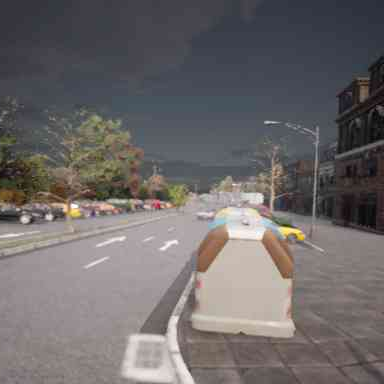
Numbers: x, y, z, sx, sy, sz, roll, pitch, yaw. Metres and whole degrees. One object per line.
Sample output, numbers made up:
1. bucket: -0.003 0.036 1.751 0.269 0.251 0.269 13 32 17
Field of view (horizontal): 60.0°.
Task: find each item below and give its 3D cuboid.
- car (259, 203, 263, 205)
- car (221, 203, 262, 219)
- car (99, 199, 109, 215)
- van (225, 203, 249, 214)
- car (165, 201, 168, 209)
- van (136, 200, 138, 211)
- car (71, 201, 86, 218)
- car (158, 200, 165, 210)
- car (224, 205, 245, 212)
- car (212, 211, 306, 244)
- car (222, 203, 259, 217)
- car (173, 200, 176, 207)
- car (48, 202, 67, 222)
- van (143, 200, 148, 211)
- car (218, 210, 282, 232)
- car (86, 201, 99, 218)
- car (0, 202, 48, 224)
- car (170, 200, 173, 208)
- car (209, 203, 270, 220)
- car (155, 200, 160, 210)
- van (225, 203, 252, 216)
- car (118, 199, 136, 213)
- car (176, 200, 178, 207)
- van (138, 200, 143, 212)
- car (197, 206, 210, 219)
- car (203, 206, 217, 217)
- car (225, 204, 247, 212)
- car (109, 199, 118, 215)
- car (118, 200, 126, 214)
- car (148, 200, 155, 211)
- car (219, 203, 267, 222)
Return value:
1. car: 6.035 2.533 38.029 5.566 2.045 2.435 4 -1 -14
2. car: 7.405 2.885 50.001 5.566 2.045 2.435 4 -2 -14
3. car: -12.248 1.817 38.083 4.553 1.767 2.185 2 -2 -14
4. van: 9.228 3.422 67.890 4.442 1.987 1.878 4 -1 -14
5. car: -8.498 2.900 70.663 5.366 1.575 1.946 2 -2 -14
6. van: -10.801 2.069 49.950 4.442 1.987 1.878 2 -2 -14
7. car: -13.145 1.736 31.296 5.366 1.575 1.946 2 -1 -14
8. car: -9.007 2.557 67.656 5.566 2.045 2.435 2 -1 -14
9. car: 11.034 4.163 85.941 5.008 1.535 2.097 4 -2 -16
10. car: 4.186 2.242 20.109 5.366 1.575 1.946 4 -2 -13
11. car: 8.062 3.059 55.971 5.566 2.045 2.435 4 -2 -14
12. car: -7.325 3.347 85.358 4.792 1.488 2.163 2 -1 -15
13. car: -13.334 1.648 27.973 4.892 1.521 2.231 2 -1 -14
14. van: -10.157 2.242 55.868 4.442 1.987 1.878 2 -2 -14
15. car: 5.035 2.523 29.066 5.008 1.535 2.097 4 -1 -13
16. car: -12.569 1.875 34.726 4.792 1.488 2.163 2 -2 -14
17. car: -13.720 1.548 24.602 4.892 1.521 2.231 2 -2 -14
18. car: -7.795 3.152 79.469 5.008 1.535 2.097 2 -1 -14
19. car: 4.387 2.086 23.085 5.566 2.045 2.435 4 -2 -13
20. car: -9.283 2.754 64.713 4.792 1.488 2.163 2 -2 -14
21. van: 8.580 3.249 61.902 4.442 1.987 1.878 4 -1 -14
22. car: -11.265 1.951 46.954 5.566 2.045 2.435 2 -1 -14
23. car: -7.034 3.432 88.338 4.792 1.488 2.163 2 -2 -15
24. van: -10.479 2.155 52.909 4.442 1.987 1.878 2 -2 -14
25. car: 1.798 2.807 42.420 1.895 1.301 4.718 3 -1 7
26. car: 2.850 2.973 52.386 1.882 1.535 5.008 3 -1 6
27. car: 10.507 3.870 79.922 4.553 1.767 2.185 4 -2 -15
28. car: -11.859 1.906 41.048 4.553 1.767 2.185 2 -1 -14
29. car: -11.574 2.157 44.001 4.674 1.452 2.002 2 -2 -14
30. car: -9.773 2.554 58.835 5.366 1.575 1.946 2 -2 -14
31. car: 6.696 2.707 44.004 5.566 2.045 2.435 4 -1 -14
